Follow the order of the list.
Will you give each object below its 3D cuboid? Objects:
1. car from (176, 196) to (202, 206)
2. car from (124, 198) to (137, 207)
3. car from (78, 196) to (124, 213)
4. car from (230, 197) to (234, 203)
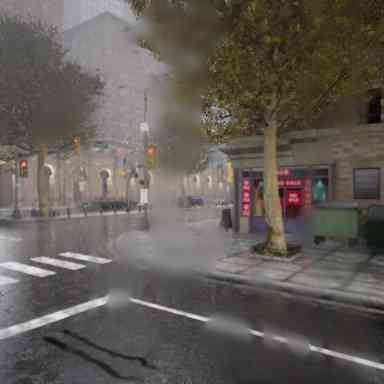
[{"bbox_3d":[-0.367,1.330,50.203,2.097,1.767,4.553,0,0,35],"label":"car"},{"bbox_3d":[-10.215,1.568,47.934,1.895,1.301,4.718,0,0,36],"label":"car"},{"bbox_3d":[-10.198,1.330,36.600,2.097,1.767,4.553,0,0,36],"label":"car"},{"bbox_3d":[8.937,1.284,62.929,1.837,1.490,4.892,0,0,36],"label":"car"}]
